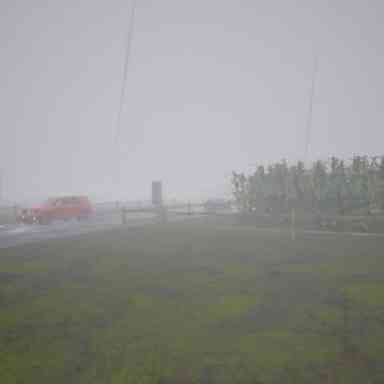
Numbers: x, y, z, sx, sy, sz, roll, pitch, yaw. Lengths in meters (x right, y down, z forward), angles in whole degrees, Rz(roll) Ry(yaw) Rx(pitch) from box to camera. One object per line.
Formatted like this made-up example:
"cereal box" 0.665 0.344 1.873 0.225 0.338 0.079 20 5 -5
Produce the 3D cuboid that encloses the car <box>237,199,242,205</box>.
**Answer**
"car" 6.182 1.417 51.477 2.033 1.411 5.357 -1 0 33

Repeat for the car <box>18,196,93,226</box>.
"car" -10.073 1.318 25.042 2.150 2.045 5.566 -1 0 31

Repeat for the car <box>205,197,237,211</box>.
"car" 3.253 1.432 39.855 1.837 1.490 4.892 -1 0 32
